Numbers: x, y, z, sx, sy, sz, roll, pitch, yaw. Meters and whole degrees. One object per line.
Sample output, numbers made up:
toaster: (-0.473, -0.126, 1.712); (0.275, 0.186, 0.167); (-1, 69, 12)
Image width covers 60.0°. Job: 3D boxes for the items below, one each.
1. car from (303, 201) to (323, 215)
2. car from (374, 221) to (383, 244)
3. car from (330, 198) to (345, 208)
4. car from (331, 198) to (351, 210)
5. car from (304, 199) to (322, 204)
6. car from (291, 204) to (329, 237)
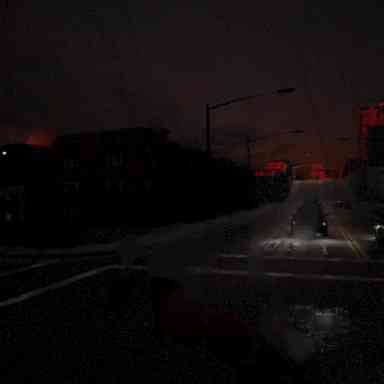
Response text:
car: (13.449, 1.757, 36.956); (1.994, 1.385, 4.181); (-1, -1, 20)
car: (8.326, 1.530, 12.683); (2.033, 1.411, 5.357); (-1, -1, 20)
car: (24.181, 1.764, 55.344); (2.033, 1.411, 5.357); (-1, -1, 20)
car: (20.647, 1.763, 45.681); (1.895, 1.301, 4.718); (-1, -1, 20)
car: (9.990, 1.634, 27.718); (2.128, 1.511, 4.902); (-1, -1, 20)
car: (6.731, 1.621, 18.993); (1.812, 1.442, 4.674); (-1, -1, 20)
